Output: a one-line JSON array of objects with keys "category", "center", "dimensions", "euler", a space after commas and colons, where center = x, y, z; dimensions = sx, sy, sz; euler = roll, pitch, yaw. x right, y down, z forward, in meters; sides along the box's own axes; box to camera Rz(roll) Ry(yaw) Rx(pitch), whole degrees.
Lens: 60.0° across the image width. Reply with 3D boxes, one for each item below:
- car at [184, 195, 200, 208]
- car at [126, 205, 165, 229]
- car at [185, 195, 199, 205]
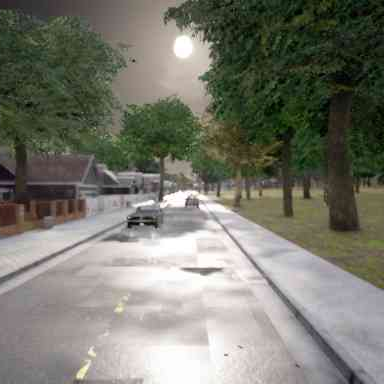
[{"category": "car", "center": [-0.012, 1.267, 43.422], "dimensions": [2.128, 1.511, 4.902], "euler": [0, 0, 0]}, {"category": "car", "center": [-2.817, 1.506, 20.894], "dimensions": [1.895, 1.301, 4.718], "euler": [0, 0, 0]}, {"category": "car", "center": [-0.016, 1.248, 53.841], "dimensions": [2.033, 1.411, 5.357], "euler": [0, 0, 0]}]
